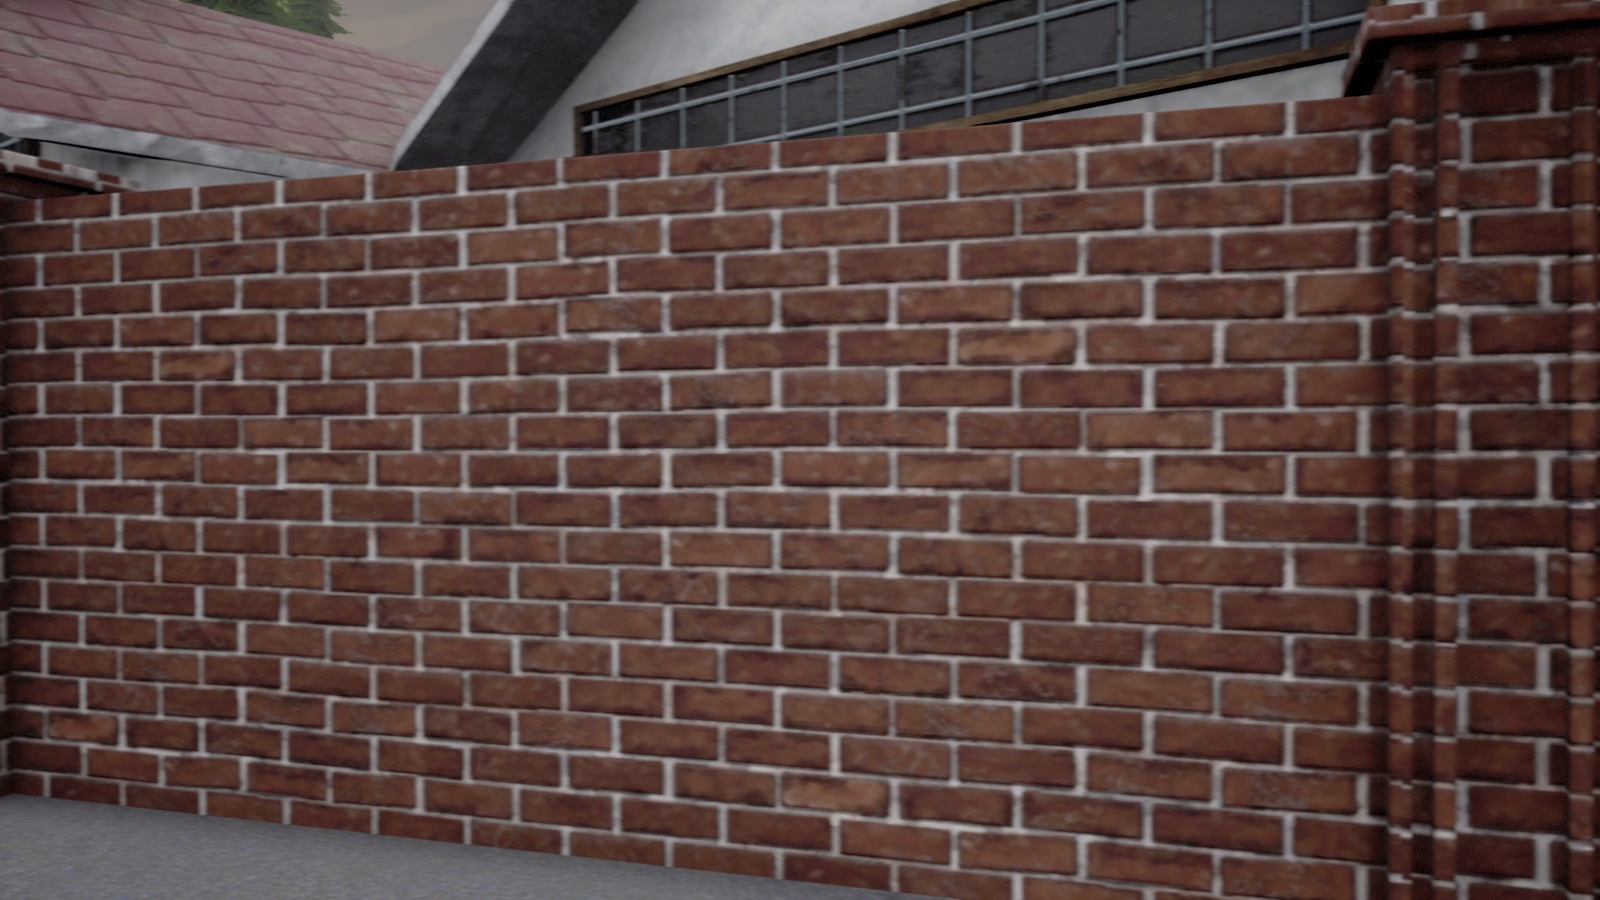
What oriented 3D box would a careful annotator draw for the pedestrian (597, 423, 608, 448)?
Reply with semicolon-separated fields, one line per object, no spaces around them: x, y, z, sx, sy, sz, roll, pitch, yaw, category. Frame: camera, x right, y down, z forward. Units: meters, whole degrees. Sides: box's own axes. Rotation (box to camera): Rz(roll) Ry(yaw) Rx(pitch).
-14.798;-1.101;94.059;0.703;1.840;0.431;1;1;44;pedestrian
